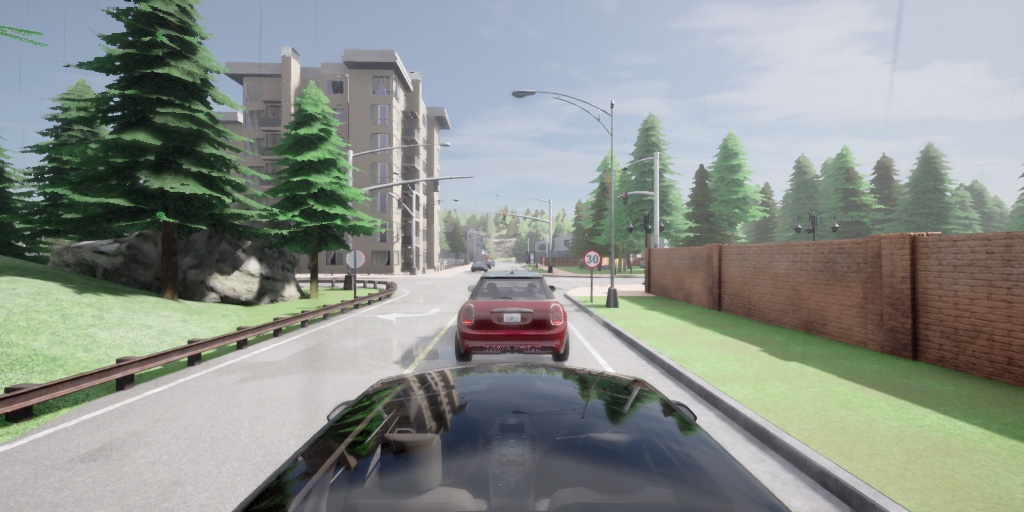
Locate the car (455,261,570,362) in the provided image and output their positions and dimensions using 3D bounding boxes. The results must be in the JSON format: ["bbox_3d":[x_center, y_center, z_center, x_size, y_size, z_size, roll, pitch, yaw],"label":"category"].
[{"bbox_3d":[0.002,1.102,8.402,2.097,1.767,4.553,0,0,0],"label":"car"}]

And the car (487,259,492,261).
[{"bbox_3d":[-3.979,1.298,44.212,2.033,1.411,5.357,0,0,0],"label":"car"}]

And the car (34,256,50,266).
[{"bbox_3d":[-30.940,0.987,24.700,5.566,2.045,2.150,0,0,-1],"label":"car"}]
